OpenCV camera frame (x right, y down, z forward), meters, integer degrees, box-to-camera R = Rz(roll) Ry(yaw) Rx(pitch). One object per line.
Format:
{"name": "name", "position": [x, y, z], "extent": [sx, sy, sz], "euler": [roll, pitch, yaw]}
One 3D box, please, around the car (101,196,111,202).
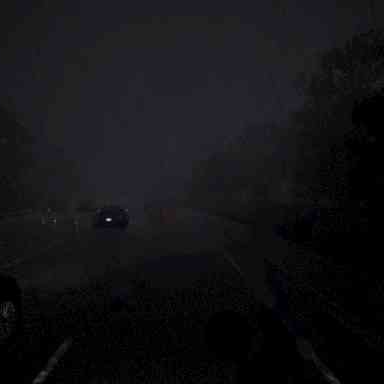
{"name": "car", "position": [-19.424, 1.605, 75.243], "extent": [1.994, 1.385, 4.181], "euler": [0, 0, -12]}

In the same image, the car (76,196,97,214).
{"name": "car", "position": [-11.140, 1.510, 35.444], "extent": [1.882, 1.535, 5.008], "euler": [0, 0, -11]}

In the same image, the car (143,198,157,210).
{"name": "car", "position": [-5.231, 1.525, 42.622], "extent": [2.128, 1.511, 4.902], "euler": [0, 0, -11]}

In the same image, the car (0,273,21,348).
{"name": "car", "position": [-3.575, 1.500, 3.352], "extent": [2.128, 1.511, 4.902], "euler": [0, 0, -2]}

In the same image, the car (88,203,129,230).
{"name": "car", "position": [-5.106, 1.584, 21.332], "extent": [1.994, 1.385, 4.181], "euler": [0, 0, -7]}

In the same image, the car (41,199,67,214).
{"name": "car", "position": [-14.738, 1.527, 35.638], "extent": [2.128, 1.511, 4.902], "euler": [0, 0, -11]}

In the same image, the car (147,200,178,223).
{"name": "car", "position": [-2.204, 1.567, 25.969], "extent": [2.033, 1.411, 5.357], "euler": [0, 0, -9]}
